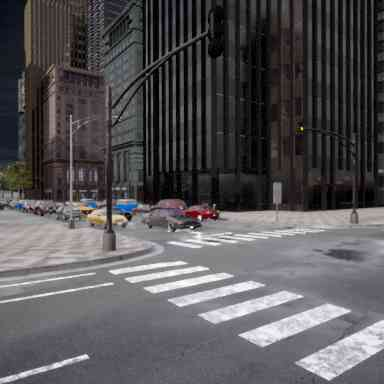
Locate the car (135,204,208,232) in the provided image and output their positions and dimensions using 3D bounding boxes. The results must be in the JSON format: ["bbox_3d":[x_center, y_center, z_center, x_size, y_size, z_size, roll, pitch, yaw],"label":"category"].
[{"bbox_3d":[-1.565,1.793,22.397,2.033,1.411,5.357,0,-1,-36],"label":"car"}]

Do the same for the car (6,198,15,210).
[{"bbox_3d":[-32.015,2.352,60.486,1.967,1.590,4.097,-1,0,-35],"label":"car"}]

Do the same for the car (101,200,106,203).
[{"bbox_3d":[-11.228,1.874,46.064,2.192,1.841,5.009,-1,0,-35],"label":"car"}]

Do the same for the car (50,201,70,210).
[{"bbox_3d":[-23.113,2.339,57.949,2.033,1.411,5.357,0,-1,-36],"label":"car"}]

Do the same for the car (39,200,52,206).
[{"bbox_3d":[-34.846,2.658,79.141,1.947,1.339,4.313,-1,0,-35],"label":"car"}]

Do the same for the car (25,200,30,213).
[{"bbox_3d":[-20.561,2.195,44.430,1.887,1.381,4.507,-1,0,-35],"label":"car"}]

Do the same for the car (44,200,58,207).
[{"bbox_3d":[-31.824,2.593,74.905,1.947,1.339,4.313,-1,0,-35],"label":"car"}]

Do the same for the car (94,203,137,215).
[{"bbox_3d":[-7.133,1.978,30.204,1.895,1.301,4.718,0,-1,-36],"label":"car"}]

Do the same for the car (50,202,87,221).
[{"bbox_3d":[-12.049,2.003,32.496,2.008,1.369,4.403,-1,0,-35],"label":"car"}]

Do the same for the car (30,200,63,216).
[{"bbox_3d":[-17.729,1.899,40.452,2.192,1.841,5.009,-1,0,-35],"label":"car"}]

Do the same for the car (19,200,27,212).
[{"bbox_3d":[-23.400,2.155,48.407,1.967,1.590,4.097,-1,0,-35],"label":"car"}]

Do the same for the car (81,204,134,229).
[{"bbox_3d":[-6.277,1.842,24.403,1.752,1.417,4.829,-1,0,-35],"label":"car"}]

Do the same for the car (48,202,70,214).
[{"bbox_3d":[-18.652,2.171,46.433,1.812,1.442,4.674,0,-1,-35],"label":"car"}]

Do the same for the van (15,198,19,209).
[{"bbox_3d":[-26.239,2.121,52.385,1.690,1.788,3.998,-1,0,-35],"label":"van"}]

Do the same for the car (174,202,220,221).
[{"bbox_3d":[0.573,1.827,29.484,1.887,1.381,4.507,-1,0,-35],"label":"car"}]

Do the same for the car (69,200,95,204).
[{"bbox_3d":[-12.801,1.987,38.168,1.882,1.535,5.008,0,-1,-35],"label":"car"}]

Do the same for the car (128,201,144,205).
[{"bbox_3d":[-5.324,2.003,37.774,1.802,1.307,4.206,-1,0,-35],"label":"car"}]

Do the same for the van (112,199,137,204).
[{"bbox_3d":[-8.279,1.831,41.919,1.690,1.788,3.998,-1,0,-35],"label":"van"}]

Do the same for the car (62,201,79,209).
[{"bbox_3d":[-22.762,2.405,62.199,1.802,1.307,4.206,-1,0,-35],"label":"car"}]

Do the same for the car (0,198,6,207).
[{"bbox_3d":[-41.381,2.665,73.620,1.887,1.381,4.507,-1,0,-35],"label":"car"}]

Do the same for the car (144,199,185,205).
[{"bbox_3d":[-2.381,1.667,33.629,2.192,1.841,5.009,-1,0,-35],"label":"car"}]

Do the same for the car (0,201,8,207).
[{"bbox_3d":[-44.502,2.769,77.998,1.802,1.307,4.206,-1,0,-35],"label":"car"}]
